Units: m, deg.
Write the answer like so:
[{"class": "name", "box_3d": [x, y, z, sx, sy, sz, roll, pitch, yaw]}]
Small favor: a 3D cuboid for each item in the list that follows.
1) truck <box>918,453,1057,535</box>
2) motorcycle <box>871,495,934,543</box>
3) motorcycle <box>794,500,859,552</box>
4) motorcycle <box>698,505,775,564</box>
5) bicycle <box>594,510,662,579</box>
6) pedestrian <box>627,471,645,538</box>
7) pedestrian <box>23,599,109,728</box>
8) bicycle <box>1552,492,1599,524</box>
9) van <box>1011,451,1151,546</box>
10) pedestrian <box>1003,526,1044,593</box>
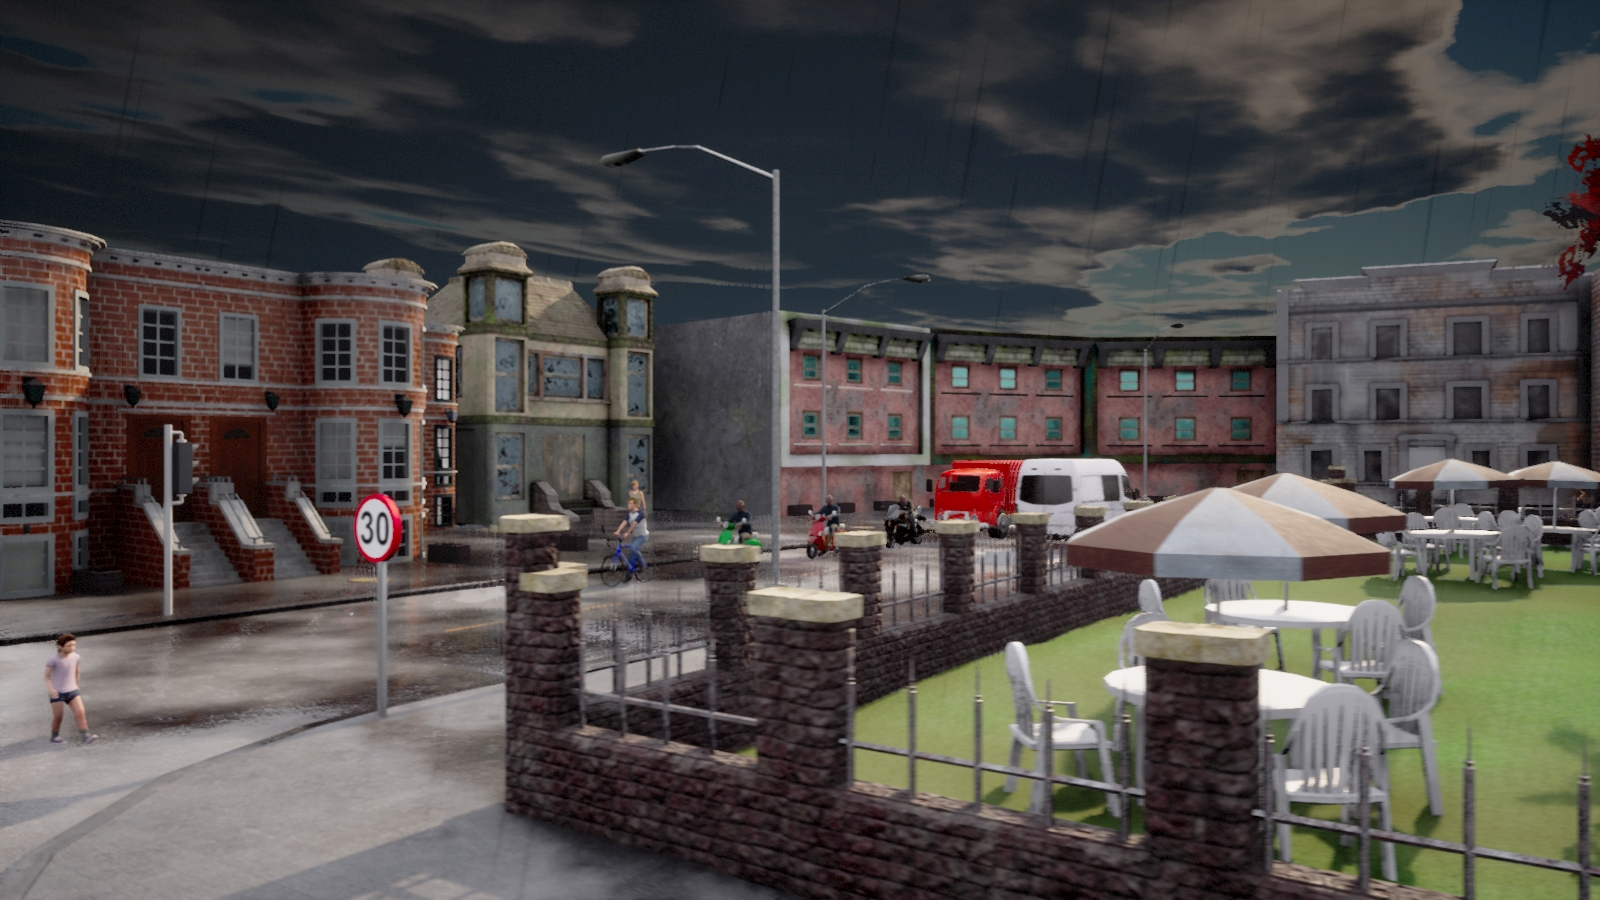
[{"class": "truck", "box_3d": [6.287, 1.348, 37.699, 2.627, 2.467, 5.204, 0, 0, 33]}, {"class": "motorcycle", "box_3d": [3.007, 1.985, 33.245, 0.867, 1.251, 2.209, 0, 0, 35]}, {"class": "motorcycle", "box_3d": [0.707, 1.962, 29.850, 0.856, 1.236, 1.805, 0, 0, 35]}, {"class": "motorcycle", "box_3d": [-1.467, 1.962, 26.753, 0.856, 1.236, 1.805, 0, 0, 35]}, {"class": "bicycle", "box_3d": [-3.558, 1.936, 23.765, 0.373, 1.296, 1.643, 0, 0, 35]}, {"class": "pedestrian", "box_3d": [-4.588, 1.525, 32.041, 0.375, 1.860, 0.375, 0, 0, 15]}, {"class": "pedestrian", "box_3d": [-6.970, 2.008, 10.861, 0.500, 1.100, 0.500, 0, 0, 26]}, {"class": "bicycle", "box_3d": [27.480, 2.036, 40.393, 1.487, 1.080, 0.859, 0, 0, 34]}, {"class": "van", "box_3d": [8.467, 1.314, 33.983, 1.988, 2.561, 5.915, 0, 0, 35]}, {"class": "pedestrian", "box_3d": [3.912, 1.903, 20.016, 0.500, 1.100, 0.500, 0, 0, -39]}]
